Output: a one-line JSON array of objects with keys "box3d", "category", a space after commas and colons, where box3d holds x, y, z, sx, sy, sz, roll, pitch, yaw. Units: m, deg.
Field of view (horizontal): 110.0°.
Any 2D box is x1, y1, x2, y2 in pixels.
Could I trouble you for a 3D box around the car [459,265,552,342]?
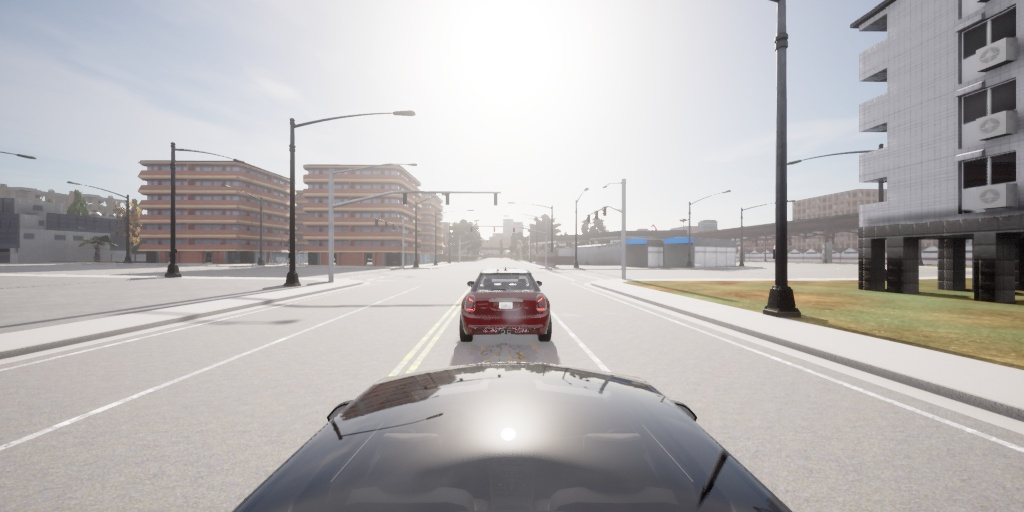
[{"box3d": [-0.196, 1.102, 9.965, 2.097, 1.767, 4.553, 0, 0, -2], "category": "car"}]
